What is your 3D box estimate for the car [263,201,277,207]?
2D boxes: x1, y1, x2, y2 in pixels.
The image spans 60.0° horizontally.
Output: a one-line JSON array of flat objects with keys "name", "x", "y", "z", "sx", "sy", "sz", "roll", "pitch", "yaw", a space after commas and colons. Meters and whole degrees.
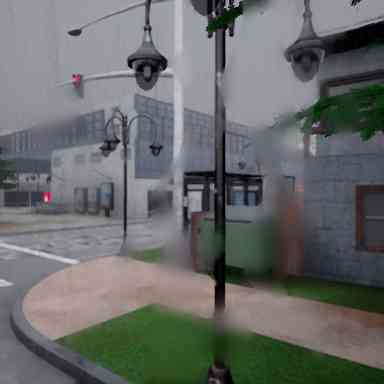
[{"name": "car", "x": 6.926, "y": 1.546, "z": 31.702, "sx": 2.033, "sy": 1.411, "sz": 5.357, "roll": 0, "pitch": 0, "yaw": 41}]
